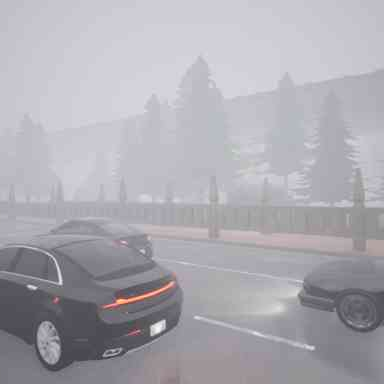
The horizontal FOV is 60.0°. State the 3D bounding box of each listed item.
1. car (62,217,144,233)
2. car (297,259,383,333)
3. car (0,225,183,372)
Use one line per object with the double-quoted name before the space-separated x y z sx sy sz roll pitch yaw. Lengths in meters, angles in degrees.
"car" -3.305 1.524 10.637 4.674 1.442 1.812 0 0 35
"car" 4.510 1.548 5.075 5.357 1.411 2.033 0 0 35
"car" -2.411 1.504 5.707 4.892 1.490 1.837 0 0 35
